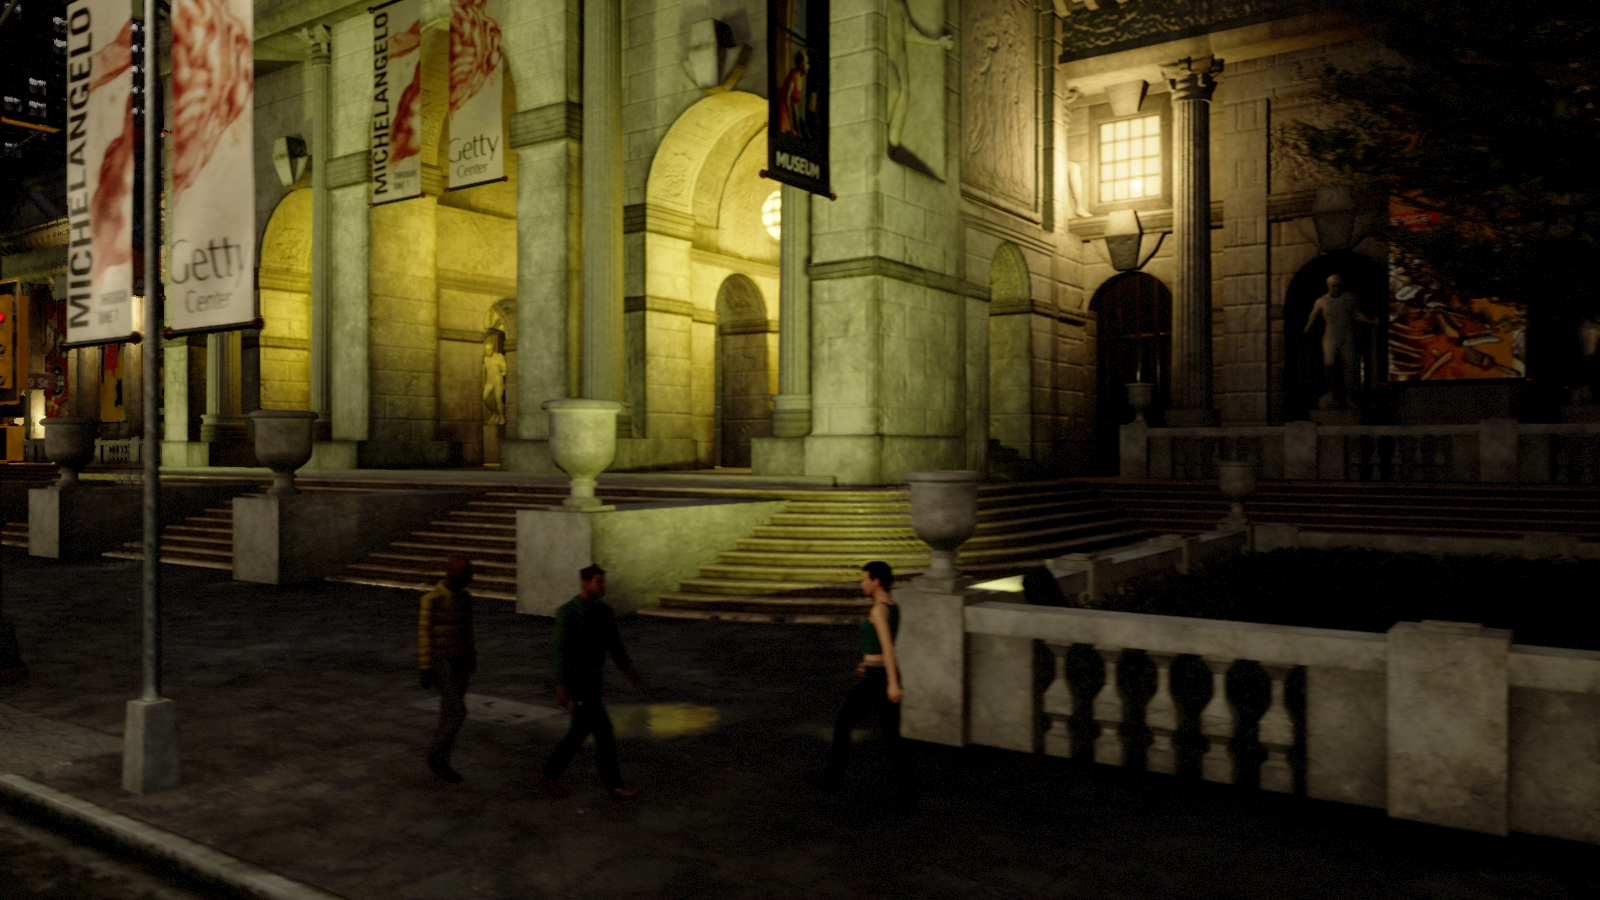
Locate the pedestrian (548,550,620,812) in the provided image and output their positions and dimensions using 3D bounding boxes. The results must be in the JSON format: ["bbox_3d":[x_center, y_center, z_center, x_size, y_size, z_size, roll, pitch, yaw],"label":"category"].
[{"bbox_3d":[-1.615,1.701,8.550,0.375,1.860,0.375,0,0,29],"label":"pedestrian"}]

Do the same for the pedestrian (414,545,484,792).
[{"bbox_3d":[-2.776,1.700,9.047,0.375,1.860,0.375,0,0,27],"label":"pedestrian"}]

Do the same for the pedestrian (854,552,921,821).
[{"bbox_3d":[0.644,1.700,8.357,0.375,1.860,0.375,0,0,27],"label":"pedestrian"}]
